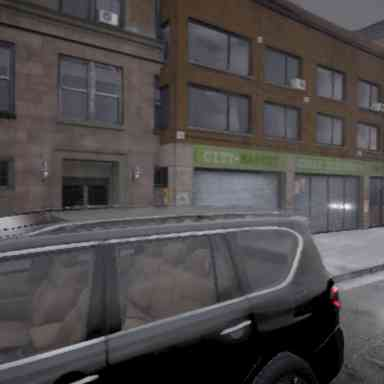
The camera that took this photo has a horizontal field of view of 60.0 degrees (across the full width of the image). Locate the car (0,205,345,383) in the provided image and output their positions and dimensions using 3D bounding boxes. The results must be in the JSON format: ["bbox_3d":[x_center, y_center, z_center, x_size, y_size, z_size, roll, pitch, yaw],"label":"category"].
[{"bbox_3d":[-1.112,1.174,2.615,5.566,2.045,2.150,0,1,-34],"label":"car"}]
